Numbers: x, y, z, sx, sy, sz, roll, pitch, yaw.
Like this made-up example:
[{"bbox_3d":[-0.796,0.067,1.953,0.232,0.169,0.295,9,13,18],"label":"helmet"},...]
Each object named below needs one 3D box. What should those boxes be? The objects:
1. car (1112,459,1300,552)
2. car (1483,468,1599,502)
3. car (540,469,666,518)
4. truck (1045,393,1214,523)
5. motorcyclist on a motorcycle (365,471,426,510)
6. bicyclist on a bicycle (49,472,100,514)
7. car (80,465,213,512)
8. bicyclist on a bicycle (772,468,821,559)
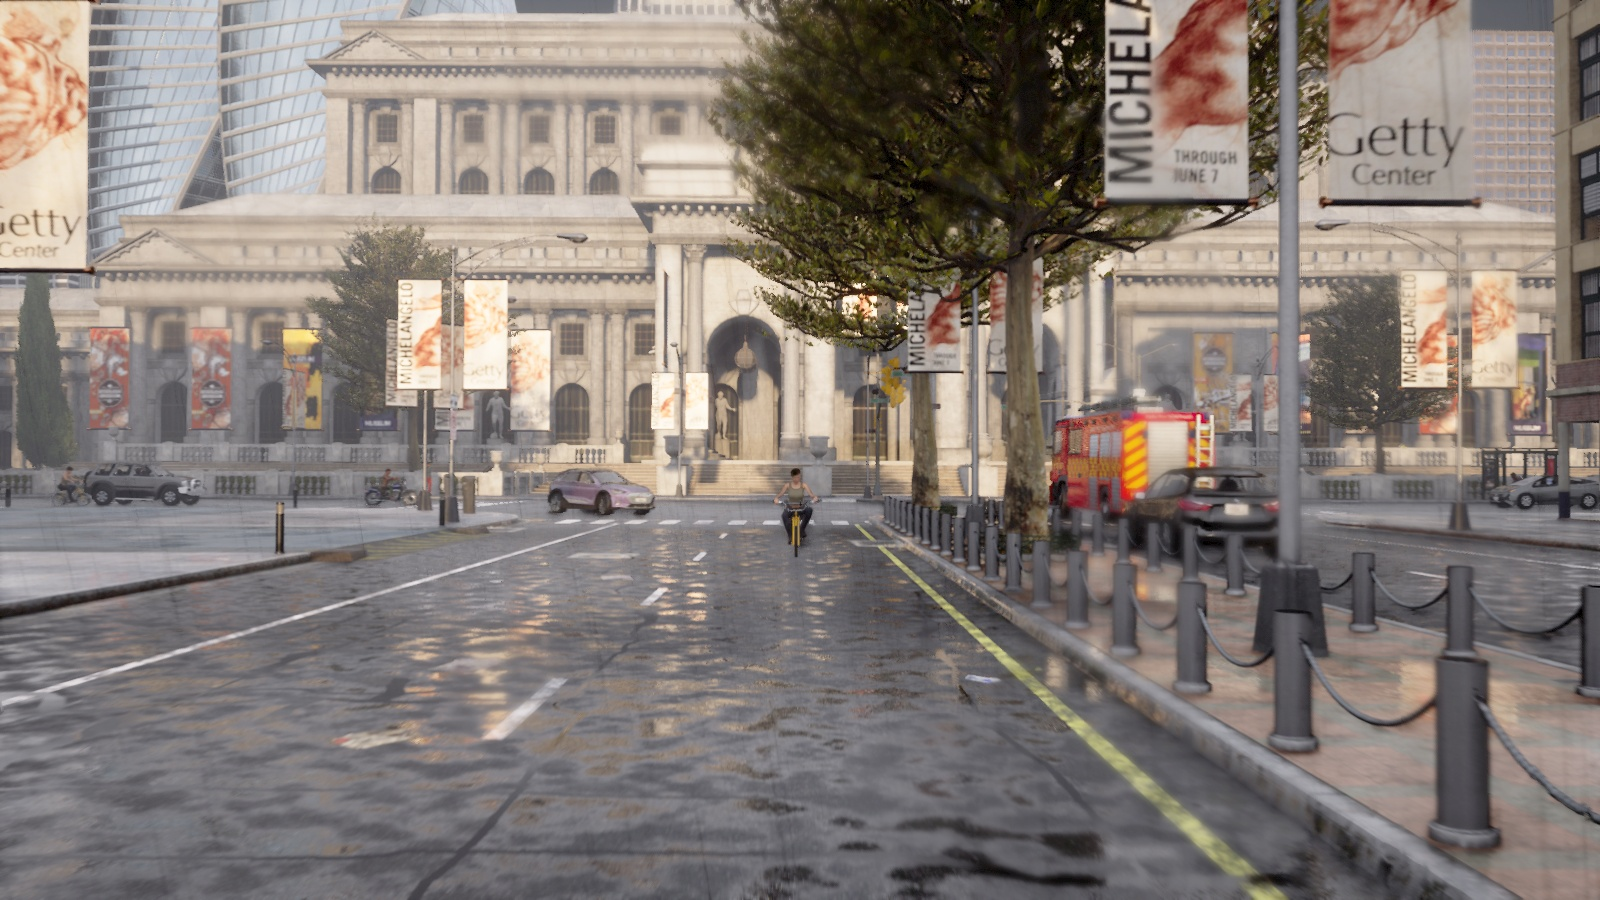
[{"bbox_3d":[7.934,1.047,25.088,2.242,1.667,4.611,0,-1,0],"label":"car"},{"bbox_3d":[33.743,1.579,56.857,4.514,1.525,2.007,0,-1,0],"label":"car"},{"bbox_3d":[-7.147,1.531,45.215,2.033,1.649,4.856,1,-2,-44],"label":"car"},{"bbox_3d":[10.546,0.298,41.231,2.891,3.827,8.468,0,-1,-3],"label":"truck"},{"bbox_3d":[-17.206,1.729,53.428,2.350,1.649,0.766,0,-1,0],"label":"motorcyclist on a motorcycle"},{"bbox_3d":[-28.834,1.703,49.931,1.509,1.612,0.866,0,-1,0],"label":"bicyclist on a bicycle"},{"bbox_3d":[-27.765,1.632,53.439,4.605,1.855,1.932,1,-1,0],"label":"car"},{"bbox_3d":[-0.064,1.136,22.983,0.866,1.612,1.509,0,-1,0],"label":"bicyclist on a bicycle"}]
